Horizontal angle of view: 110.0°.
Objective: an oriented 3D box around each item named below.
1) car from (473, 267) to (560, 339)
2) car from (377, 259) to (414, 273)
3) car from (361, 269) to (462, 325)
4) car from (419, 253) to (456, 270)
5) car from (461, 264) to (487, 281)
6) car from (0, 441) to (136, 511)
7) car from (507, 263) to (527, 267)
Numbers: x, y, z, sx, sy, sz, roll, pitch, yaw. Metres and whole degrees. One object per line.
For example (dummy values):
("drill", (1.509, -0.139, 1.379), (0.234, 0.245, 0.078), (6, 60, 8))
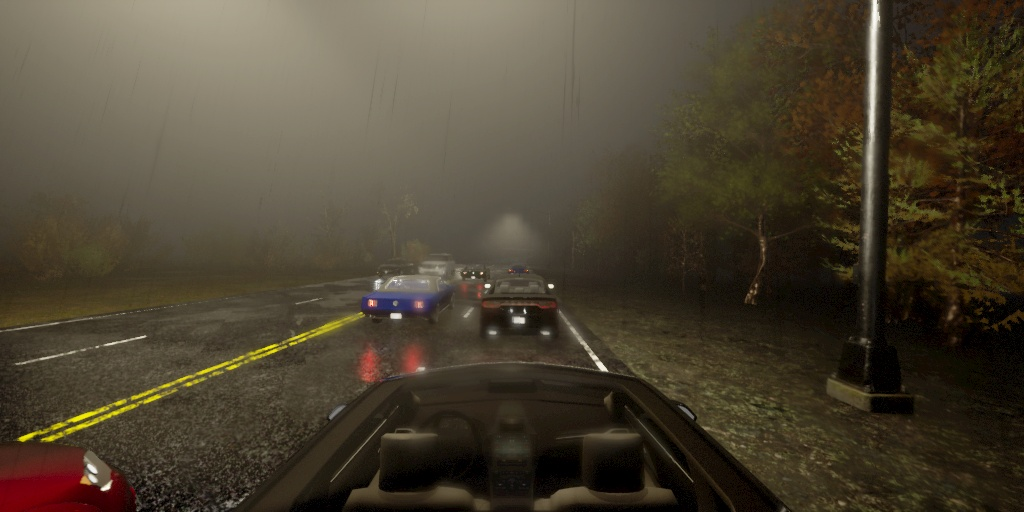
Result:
("car", (0.203, 1.235, 10.163), (1.882, 1.535, 5.008), (0, 0, 1))
("car", (-9.437, 0.978, 29.464), (1.837, 1.490, 4.892), (2, 0, 1))
("car", (-3.014, 1.280, 11.575), (1.895, 1.301, 4.718), (2, 0, 0))
("car", (-6.164, 0.795, 30.401), (2.150, 2.045, 5.566), (2, 0, 1))
("car", (-2.764, 1.280, 28.279), (1.895, 1.301, 4.718), (2, 0, 1))
("car", (-3.154, 1.240, 0.288), (1.994, 1.385, 4.181), (2, 0, 1))
("car", (0.533, 1.294, 30.611), (1.812, 1.442, 4.674), (1, 0, 0))
